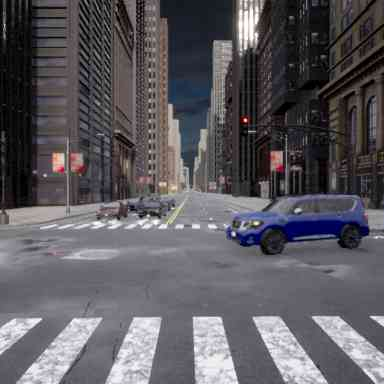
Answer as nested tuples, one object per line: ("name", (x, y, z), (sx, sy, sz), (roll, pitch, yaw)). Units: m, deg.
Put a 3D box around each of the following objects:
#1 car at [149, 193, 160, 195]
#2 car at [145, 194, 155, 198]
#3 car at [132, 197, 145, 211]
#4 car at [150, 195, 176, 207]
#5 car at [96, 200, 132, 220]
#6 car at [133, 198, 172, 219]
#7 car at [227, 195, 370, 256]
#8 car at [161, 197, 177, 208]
("car", (-6.639, 1.175, 57.874), (2.150, 2.045, 5.566), (0, 0, 1))
("car", (-6.662, 1.474, 47.425), (1.837, 1.490, 4.892), (0, 0, 0))
("car", (-6.649, 1.580, 37.185), (1.895, 1.301, 4.718), (0, 0, 0))
("car", (-3.398, 1.468, 39.250), (2.128, 1.511, 4.902), (0, 0, 0))
("car", (-6.635, 1.512, 28.077), (1.812, 1.442, 4.674), (0, 0, 0))
("car", (-3.362, 1.533, 29.511), (2.033, 1.411, 5.357), (0, 0, 4))
("car", (4.134, 1.144, 12.884), (5.566, 2.045, 2.150), (0, 0, -18))
("car", (-3.420, 1.513, 49.802), (2.033, 1.411, 5.357), (0, 0, 0))
